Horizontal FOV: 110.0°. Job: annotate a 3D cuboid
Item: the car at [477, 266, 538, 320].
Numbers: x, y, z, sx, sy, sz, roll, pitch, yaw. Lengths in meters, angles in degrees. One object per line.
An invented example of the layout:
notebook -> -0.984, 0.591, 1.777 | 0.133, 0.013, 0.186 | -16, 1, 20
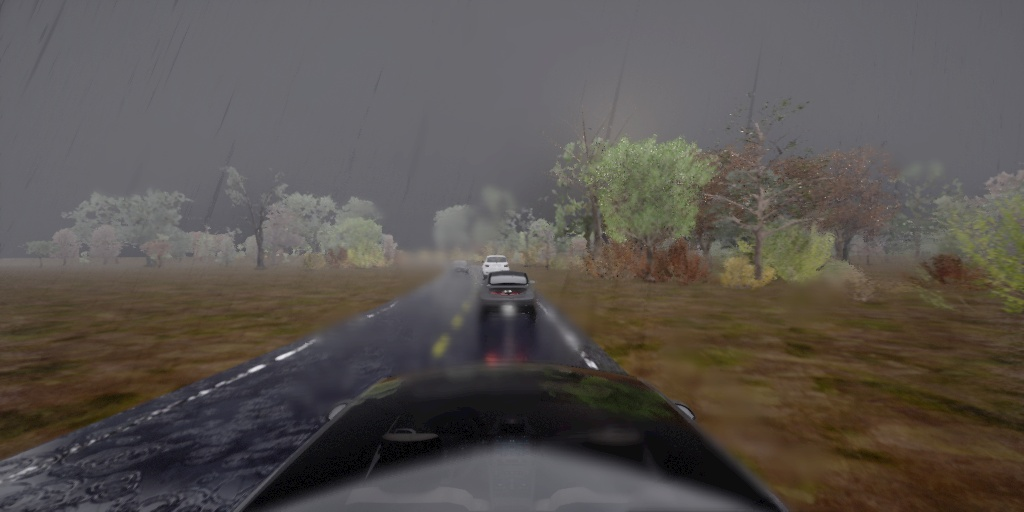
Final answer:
car -> -0.170, 1.254, 12.557 | 1.837, 1.490, 4.892 | 0, 0, -2

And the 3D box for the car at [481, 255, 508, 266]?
car -> -1.519, 0.971, 32.036 | 2.150, 2.045, 5.566 | 0, 0, -6

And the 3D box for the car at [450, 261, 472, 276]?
car -> -5.312, 1.263, 37.641 | 1.837, 1.490, 4.892 | 0, -1, -6
